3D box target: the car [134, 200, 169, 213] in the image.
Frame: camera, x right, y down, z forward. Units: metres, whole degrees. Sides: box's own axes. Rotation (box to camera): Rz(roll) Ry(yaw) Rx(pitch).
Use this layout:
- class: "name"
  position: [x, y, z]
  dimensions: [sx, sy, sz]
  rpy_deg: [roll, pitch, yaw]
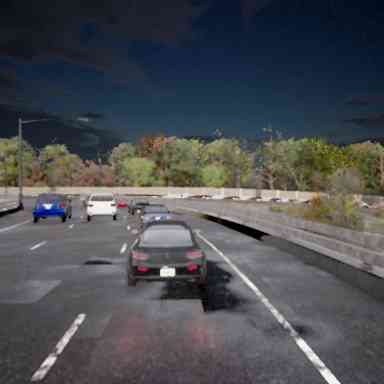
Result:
- class: "car"
  position: [-2.287, 1.447, 20.368]
  dimensions: [2.033, 1.411, 5.357]
  rpy_deg: [0, 0, -11]

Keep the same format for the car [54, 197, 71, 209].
- class: "car"
  position: [-16.785, 1.396, 43.013]
  dimensions: [1.895, 1.301, 4.718]
  rpy_deg: [0, 0, -24]

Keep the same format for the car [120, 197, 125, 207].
- class: "car"
  position: [-9.387, 1.353, 43.563]
  dimensions: [1.994, 1.385, 4.181]
  rpy_deg: [0, 0, -23]

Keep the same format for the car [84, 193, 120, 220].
- class: "car"
  position: [-7.185, 1.096, 26.695]
  dimensions: [2.150, 2.045, 5.566]
  rpy_deg: [0, 1, -14]

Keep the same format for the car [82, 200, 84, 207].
- class: "car"
  position: [-13.319, 1.336, 43.880]
  dimensions: [2.033, 1.411, 5.357]
  rpy_deg: [0, 0, -24]

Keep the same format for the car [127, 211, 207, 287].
- class: "car"
  position: [-0.702, 1.480, 9.145]
  dimensions: [1.812, 1.442, 4.674]
  rpy_deg: [0, 0, -5]

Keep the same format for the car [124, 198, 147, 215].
- class: "car"
  position: [-5.089, 1.351, 31.875]
  dimensions: [1.837, 1.490, 4.892]
  rpy_deg: [0, 1, -17]

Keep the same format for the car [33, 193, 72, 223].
- class: "car"
  position: [-10.341, 1.105, 24.948]
  dimensions: [2.150, 2.045, 5.566]
  rpy_deg: [0, 1, -14]
